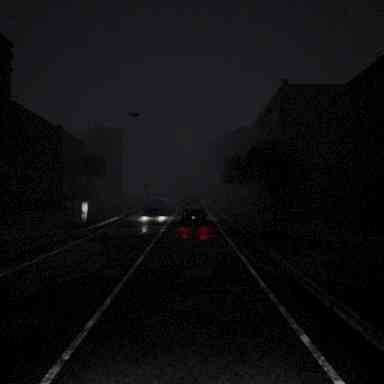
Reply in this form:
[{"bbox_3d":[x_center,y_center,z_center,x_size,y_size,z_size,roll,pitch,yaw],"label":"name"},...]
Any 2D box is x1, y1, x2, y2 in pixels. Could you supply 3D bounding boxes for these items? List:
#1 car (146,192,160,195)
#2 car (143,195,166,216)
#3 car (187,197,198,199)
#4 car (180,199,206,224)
[{"bbox_3d":[-8.623,0.578,73.246,1.895,1.301,4.718,1,2,-25],"label":"car"},{"bbox_3d":[-3.601,1.419,32.762,1.882,1.535,5.008,0,1,0],"label":"car"},{"bbox_3d":[0.085,1.313,42.193,2.128,1.511,4.902,0,1,0],"label":"car"},{"bbox_3d":[0.099,1.530,24.967,1.812,1.442,4.674,0,1,0],"label":"car"}]
